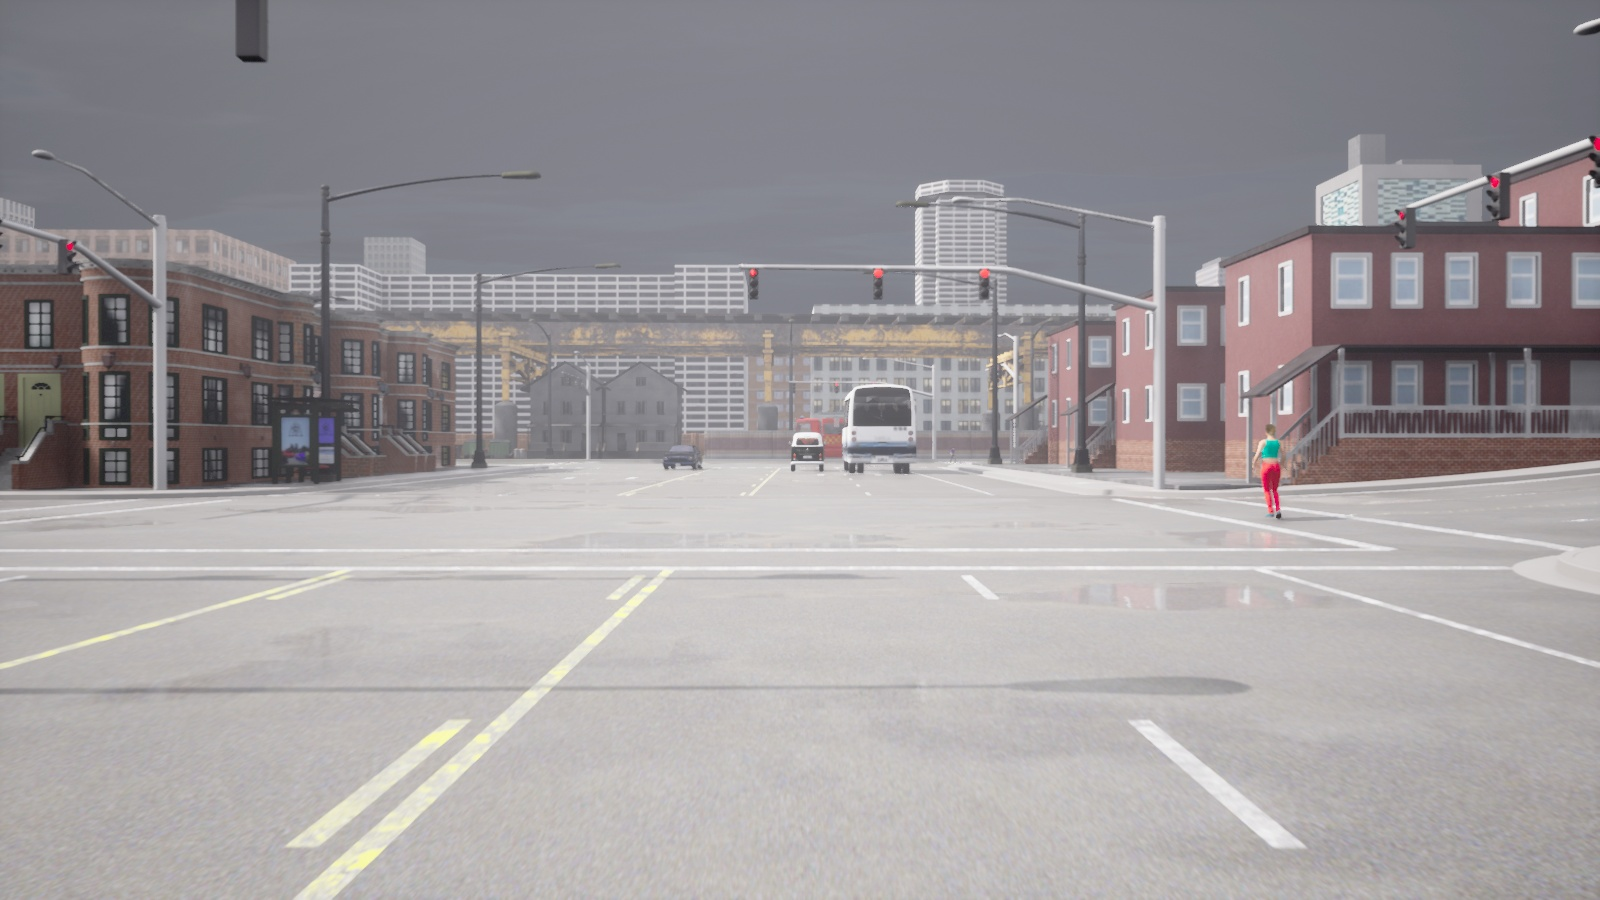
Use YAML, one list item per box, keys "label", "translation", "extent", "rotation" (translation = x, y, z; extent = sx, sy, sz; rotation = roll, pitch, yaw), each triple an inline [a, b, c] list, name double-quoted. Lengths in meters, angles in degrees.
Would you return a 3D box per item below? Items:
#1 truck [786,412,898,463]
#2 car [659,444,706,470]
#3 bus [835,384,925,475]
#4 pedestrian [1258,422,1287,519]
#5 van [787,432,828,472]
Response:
- label: "truck"
  translation: [3.205, -0.959, 96.432]
  extent: [8.468, 3.827, 2.891]
  rotation: [0, 0, 0]
- label: "car"
  translation: [-6.590, 0.389, 70.846]
  extent: [2.033, 1.411, 5.357]
  rotation: [0, 0, 1]
- label: "bus"
  translation: [3.881, -0.987, 63.904]
  extent: [3.944, 4.253, 10.273]
  rotation: [0, 0, 0]
- label: "pedestrian"
  translation: [9.076, 0.390, 24.142]
  extent: [0.345, 1.836, 0.594]
  rotation: [0, 0, 1]
- label: "van"
  translation: [0.394, 0.097, 66.262]
  extent: [2.069, 2.038, 4.480]
  rotation: [0, 0, 0]
